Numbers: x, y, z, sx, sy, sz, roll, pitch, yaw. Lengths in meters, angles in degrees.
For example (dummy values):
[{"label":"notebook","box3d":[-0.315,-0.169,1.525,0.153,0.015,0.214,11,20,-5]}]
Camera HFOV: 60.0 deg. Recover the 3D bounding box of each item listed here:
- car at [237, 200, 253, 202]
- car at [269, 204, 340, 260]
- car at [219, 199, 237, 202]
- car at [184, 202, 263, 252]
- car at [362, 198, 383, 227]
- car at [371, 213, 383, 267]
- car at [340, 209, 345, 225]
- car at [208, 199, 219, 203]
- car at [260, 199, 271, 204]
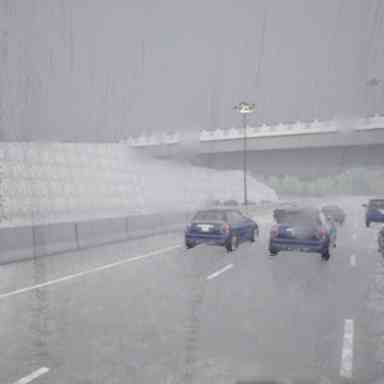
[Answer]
[{"label":"car","box3d":[11.053,2.270,66.048,1.994,1.385,4.181,0,-1,26]},{"label":"car","box3d":[4.615,1.496,13.515,2.097,1.767,4.553,0,-1,27]},{"label":"car","box3d":[7.846,2.207,67.454,1.882,1.535,5.008,0,0,26]},{"label":"car","box3d":[1.478,1.516,15.067,2.097,1.767,4.553,0,-1,27]},{"label":"car","box3d":[14.018,1.482,24.657,2.150,2.045,5.566,0,0,27]},{"label":"car","box3d":[7.339,1.664,11.151,2.033,1.411,5.357,0,-1,27]},{"label":"car","box3d":[11.333,1.851,27.092,1.994,1.385,4.181,0,-1,27]},{"label":"car","box3d":[4.656,2.273,68.895,1.812,1.442,4.674,0,-1,26]},{"label":"car","box3d":[14.234,2.193,64.601,2.128,1.511,4.902,0,-1,27]}]
